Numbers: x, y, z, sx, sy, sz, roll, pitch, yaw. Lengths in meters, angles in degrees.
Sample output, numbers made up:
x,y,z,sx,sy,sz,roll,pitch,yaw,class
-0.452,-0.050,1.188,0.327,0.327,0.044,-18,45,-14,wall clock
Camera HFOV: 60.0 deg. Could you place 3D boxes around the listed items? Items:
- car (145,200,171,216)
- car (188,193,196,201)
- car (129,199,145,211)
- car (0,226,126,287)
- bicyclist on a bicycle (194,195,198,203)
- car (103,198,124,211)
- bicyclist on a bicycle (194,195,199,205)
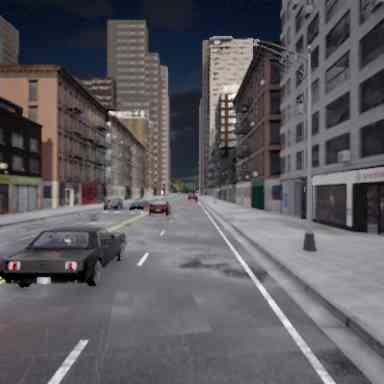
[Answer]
x,y,z,sx,sy,sz,roll,pitch,yaw,class
-3.163,1.516,33.469,1.882,1.535,5.008,0,0,0,car
-0.033,1.355,91.206,2.150,2.045,5.566,0,0,0,car
-6.595,1.599,41.992,2.033,1.411,5.357,0,0,0,car
-3.153,1.606,9.314,1.895,1.301,4.718,0,0,0,car
0.861,1.538,70.225,0.866,1.612,1.509,0,-1,0,bicyclist on a bicycle
-9.844,1.555,42.016,1.837,1.490,4.892,0,0,0,car
0.871,1.454,60.792,0.659,1.776,1.843,0,0,0,bicyclist on a bicycle
